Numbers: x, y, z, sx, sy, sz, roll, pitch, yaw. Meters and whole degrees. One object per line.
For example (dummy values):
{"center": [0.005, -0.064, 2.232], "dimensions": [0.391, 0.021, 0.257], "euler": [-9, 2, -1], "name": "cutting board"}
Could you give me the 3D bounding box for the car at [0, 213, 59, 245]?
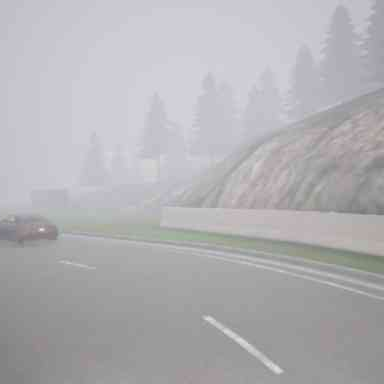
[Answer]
{"center": [-8.619, 1.794, 16.993], "dimensions": [4.181, 1.385, 1.994], "euler": [-2, 0, 40], "name": "car"}
